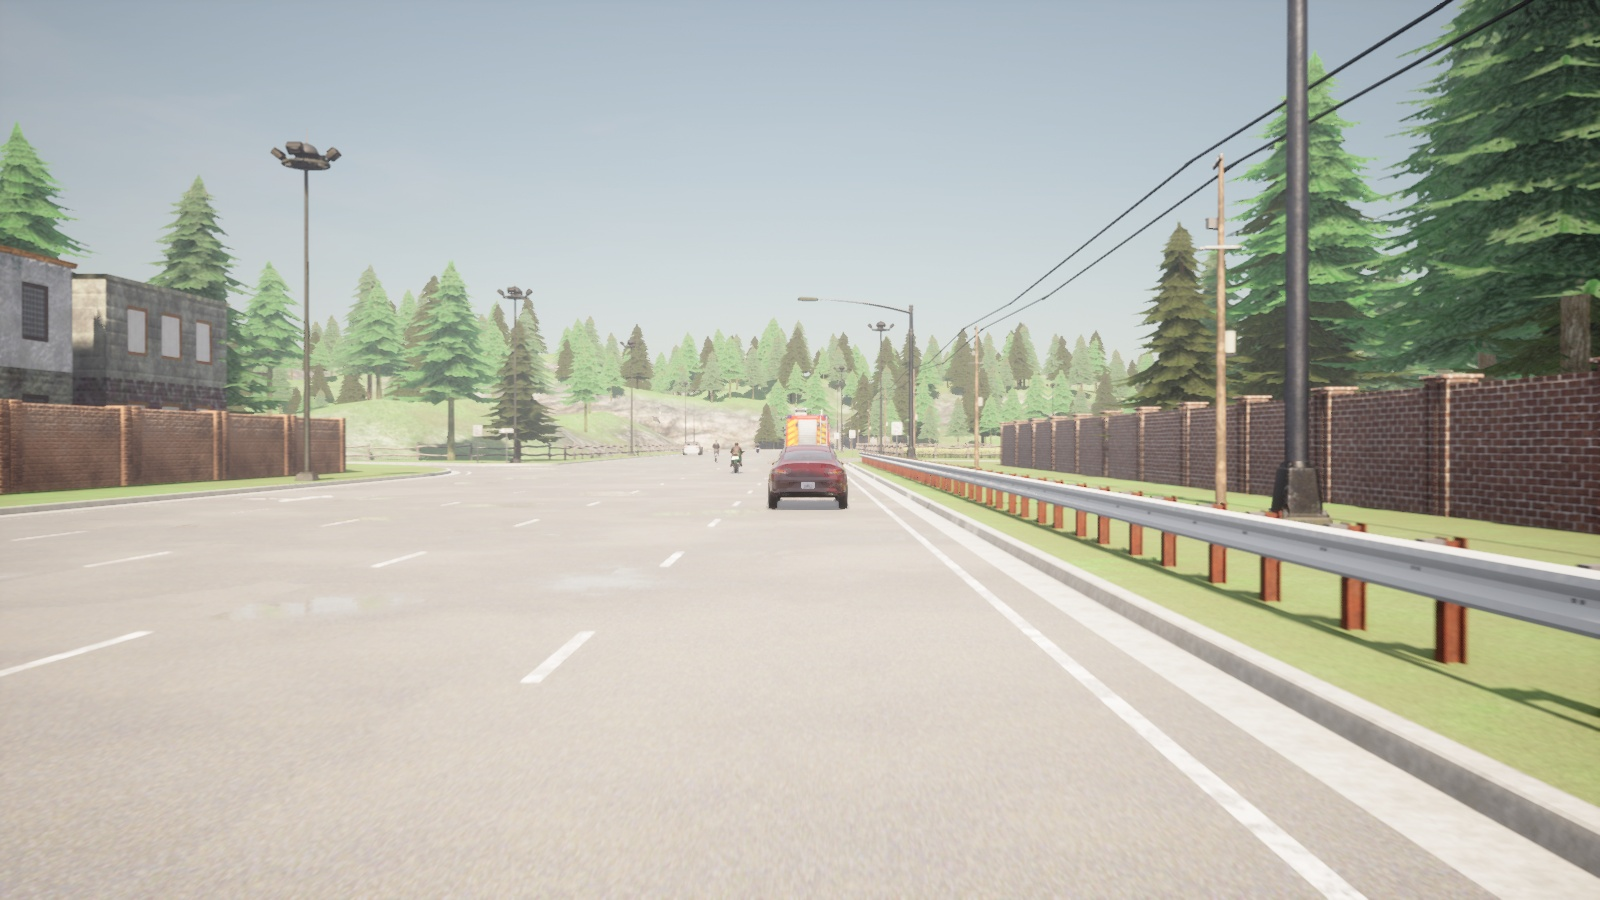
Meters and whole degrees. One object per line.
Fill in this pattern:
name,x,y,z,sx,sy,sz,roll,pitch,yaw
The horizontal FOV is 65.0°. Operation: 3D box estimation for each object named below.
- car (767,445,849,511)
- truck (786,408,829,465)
car,0.187,0.603,30.074,1.812,1.442,4.674,0,0,0
truck,0.517,-0.912,87.637,2.891,3.827,8.468,0,0,0
